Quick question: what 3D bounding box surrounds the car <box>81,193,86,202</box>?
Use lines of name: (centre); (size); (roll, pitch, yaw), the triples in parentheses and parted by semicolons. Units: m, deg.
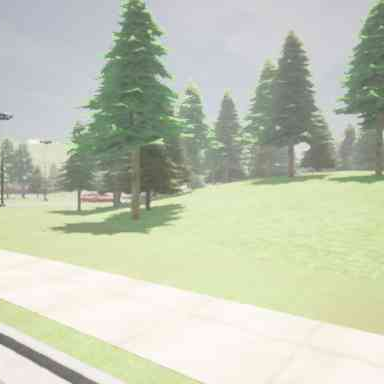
car: (-18.901, 1.061, 62.252); (2.097, 1.767, 4.553); (0, 0, 36)

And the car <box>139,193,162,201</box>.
car: (-9.589, 1.050, 75.009); (2.097, 1.767, 4.553); (0, 0, 36)

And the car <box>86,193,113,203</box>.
car: (-16.075, 1.081, 60.188); (2.097, 1.767, 4.553); (0, 0, 36)

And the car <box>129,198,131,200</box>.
car: (-12.399, 1.200, 77.098); (2.128, 1.511, 4.902); (0, 0, 36)

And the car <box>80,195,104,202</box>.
car: (-20.015, 1.232, 66.665); (1.994, 1.385, 4.181); (0, 0, 36)
